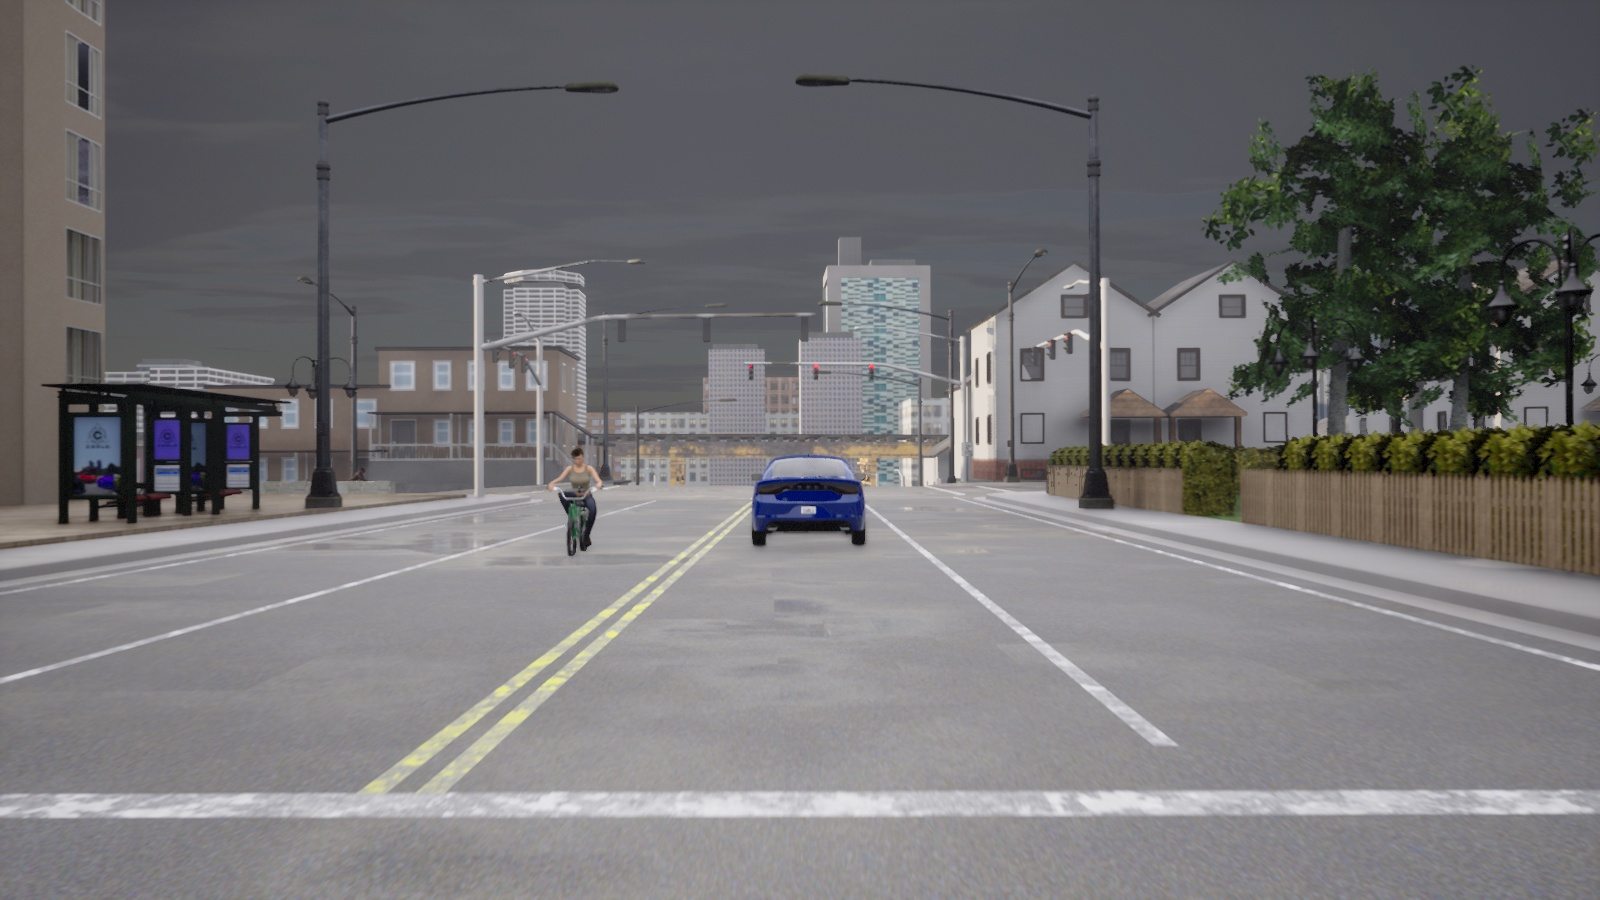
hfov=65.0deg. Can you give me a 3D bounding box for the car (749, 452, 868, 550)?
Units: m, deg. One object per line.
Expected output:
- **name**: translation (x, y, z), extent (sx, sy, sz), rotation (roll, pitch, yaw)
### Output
- **car**: translation (0.152, 0.821, 22.293), extent (1.882, 1.535, 5.008), rotation (0, 0, 0)

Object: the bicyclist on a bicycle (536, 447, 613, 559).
- **bicyclist on a bicycle**: translation (-3.365, 0.766, 18.833), extent (0.866, 1.612, 1.509), rotation (0, 0, 1)
